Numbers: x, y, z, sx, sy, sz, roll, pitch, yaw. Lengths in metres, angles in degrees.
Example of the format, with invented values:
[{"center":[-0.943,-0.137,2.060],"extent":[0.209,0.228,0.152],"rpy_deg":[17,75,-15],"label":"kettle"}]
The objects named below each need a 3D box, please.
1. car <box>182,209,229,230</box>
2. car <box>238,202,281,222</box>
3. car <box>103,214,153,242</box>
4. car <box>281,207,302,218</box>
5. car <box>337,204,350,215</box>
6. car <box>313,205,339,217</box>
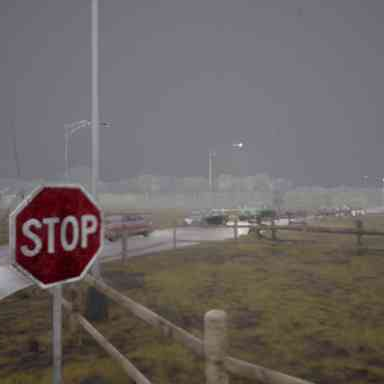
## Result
[{"center":[1.129,2.094,26.705],"extent":[2.128,1.511,4.902],"rpy_deg":[0,-1,36],"label":"car"},{"center":[6.908,2.038,34.784],"extent":[2.150,2.045,5.566],"rpy_deg":[0,-1,36],"label":"car"},{"center":[-4.189,1.988,19.276],"extent":[1.994,1.385,4.181],"rpy_deg":[0,-1,36],"label":"car"},{"center":[12.876,2.657,43.070],"extent":[1.895,1.301,4.718],"rpy_deg":[0,-1,36],"label":"car"},{"center":[23.935,2.800,53.562],"extent":[2.097,1.767,4.553],"rpy_deg":[0,-1,37],"label":"car"},{"center":[18.104,2.788,45.397],"extent":[1.895,1.301,4.718],"rpy_deg":[0,-1,36],"label":"car"}]
